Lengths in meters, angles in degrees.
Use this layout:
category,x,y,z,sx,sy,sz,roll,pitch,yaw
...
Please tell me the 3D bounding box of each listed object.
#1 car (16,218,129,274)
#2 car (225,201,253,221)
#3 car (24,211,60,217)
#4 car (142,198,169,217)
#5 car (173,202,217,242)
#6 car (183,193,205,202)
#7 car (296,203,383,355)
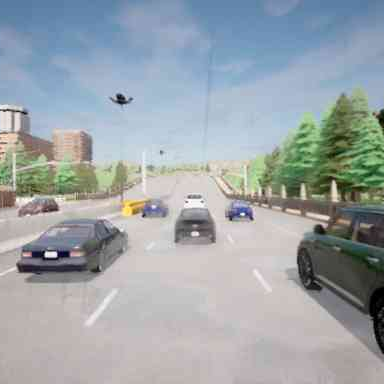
category,x,y,z,sx,sy,sz,roll,pitch,yaw
car,-3.383,1.548,10.523,2.033,1.411,5.357,0,0,0
car,3.703,1.459,26.535,1.812,1.442,4.674,0,0,0
car,-13.964,1.378,30.596,2.097,1.767,4.553,0,0,0
car,-3.275,1.319,30.777,2.097,1.767,4.553,0,0,0
car,0.146,1.477,16.136,1.837,1.490,4.892,0,0,0
car,0.253,1.157,36.341,2.150,2.045,5.566,0,0,0
car,3.589,1.189,5.741,2.150,2.045,5.566,0,0,0
